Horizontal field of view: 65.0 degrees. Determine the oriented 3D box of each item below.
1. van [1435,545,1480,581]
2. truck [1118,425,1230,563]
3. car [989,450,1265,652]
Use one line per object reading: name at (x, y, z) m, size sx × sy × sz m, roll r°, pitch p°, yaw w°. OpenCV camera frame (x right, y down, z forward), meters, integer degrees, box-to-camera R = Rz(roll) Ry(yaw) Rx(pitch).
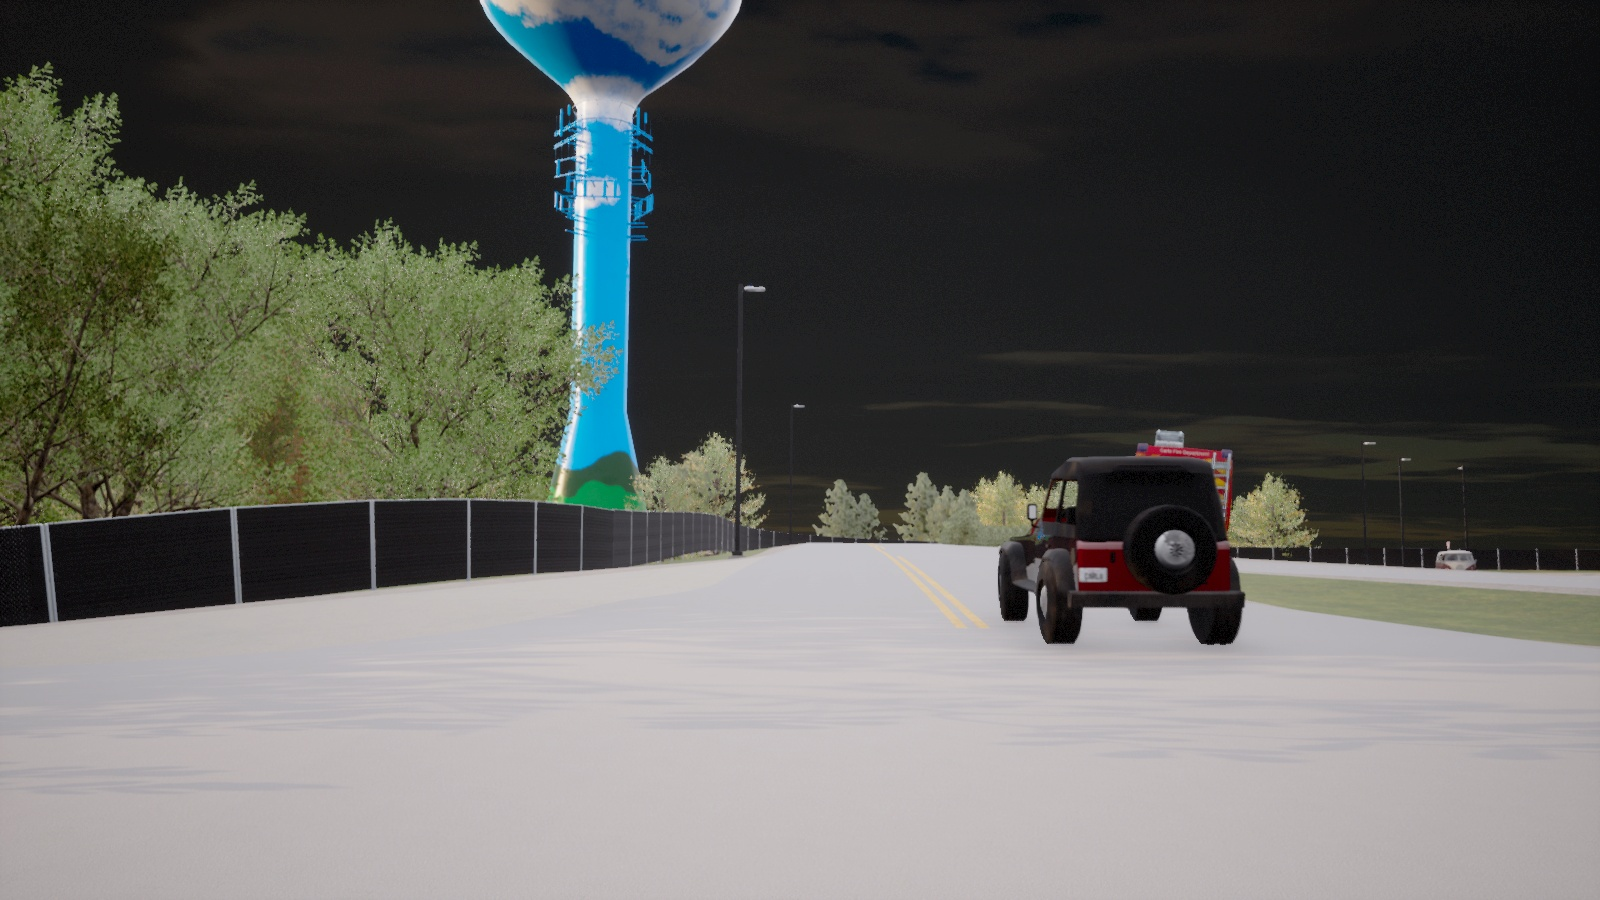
van at (37.864, 6.492, 72.396) m, size 1.775 × 1.987 × 4.442 m, roll -2°, pitch -5°, yaw 21°
truck at (12.180, 1.554, 40.946) m, size 2.891 × 3.827 × 8.468 m, roll 4°, pitch -3°, yaw 17°
car at (3.357, 1.015, 13.718) m, size 1.905 × 1.878 × 3.866 m, roll 0°, pitch -2°, yaw -1°
